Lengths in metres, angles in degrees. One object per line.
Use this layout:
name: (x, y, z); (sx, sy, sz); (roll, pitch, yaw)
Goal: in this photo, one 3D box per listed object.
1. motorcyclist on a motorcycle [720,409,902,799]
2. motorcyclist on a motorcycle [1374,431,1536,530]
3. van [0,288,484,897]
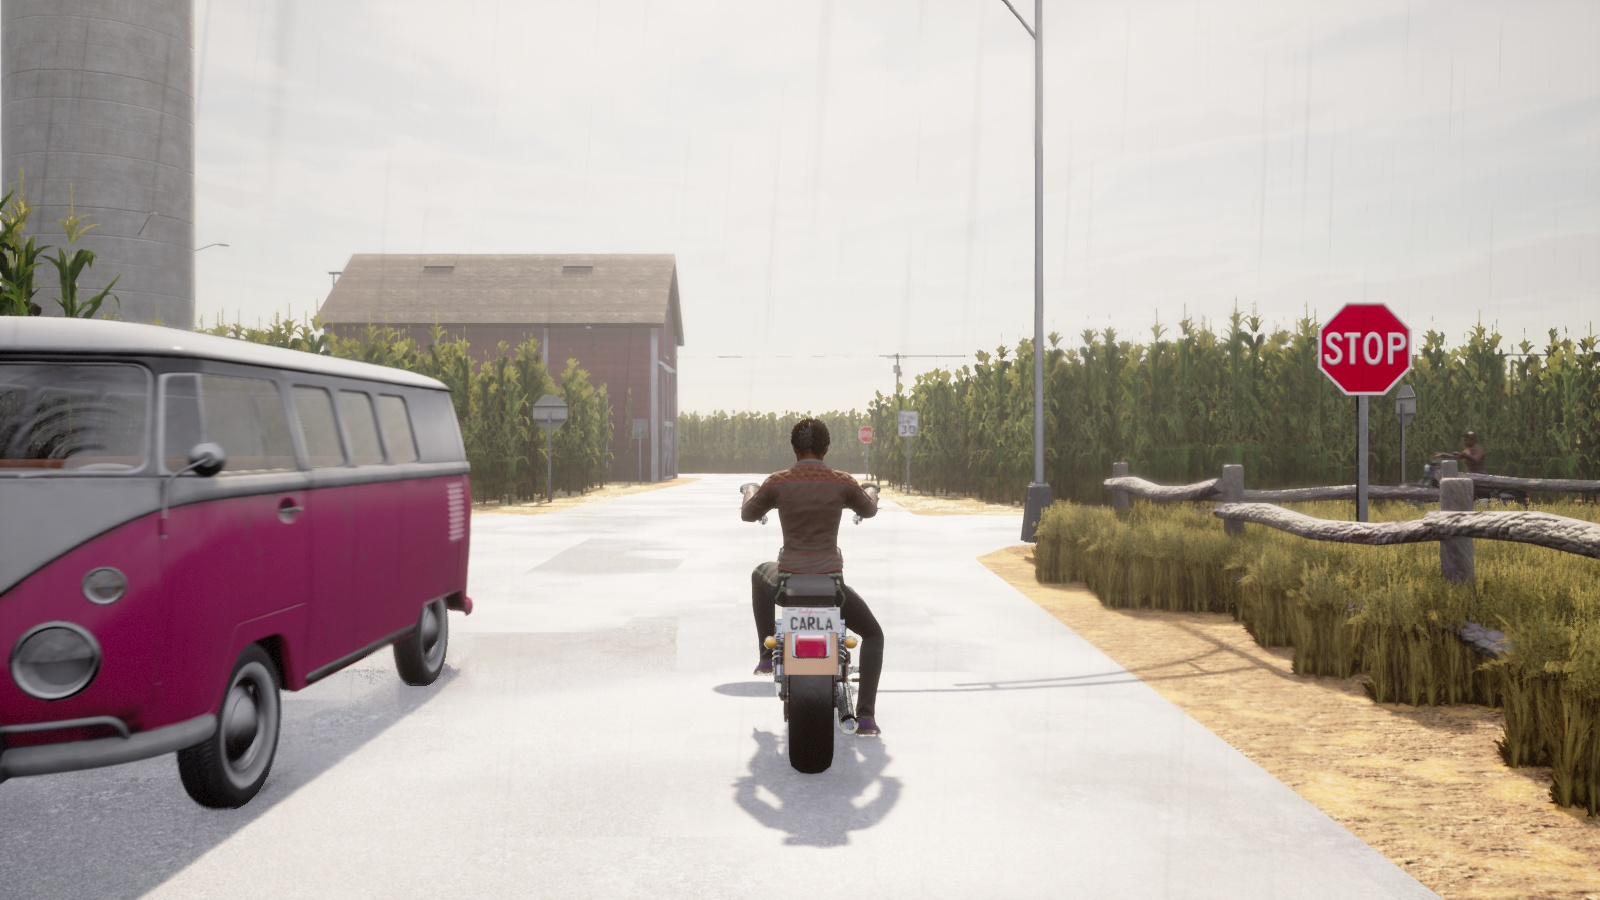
motorcyclist on a motorcycle: (0.053, 0.647, 6.489); (0.766, 1.649, 2.350); (0, 0, 0)
motorcyclist on a motorcycle: (11.170, 0.512, 21.452); (2.350, 1.649, 0.766); (0, 0, 1)
van: (-3.048, 0.448, 6.321); (1.775, 1.987, 4.442); (0, 0, 0)
